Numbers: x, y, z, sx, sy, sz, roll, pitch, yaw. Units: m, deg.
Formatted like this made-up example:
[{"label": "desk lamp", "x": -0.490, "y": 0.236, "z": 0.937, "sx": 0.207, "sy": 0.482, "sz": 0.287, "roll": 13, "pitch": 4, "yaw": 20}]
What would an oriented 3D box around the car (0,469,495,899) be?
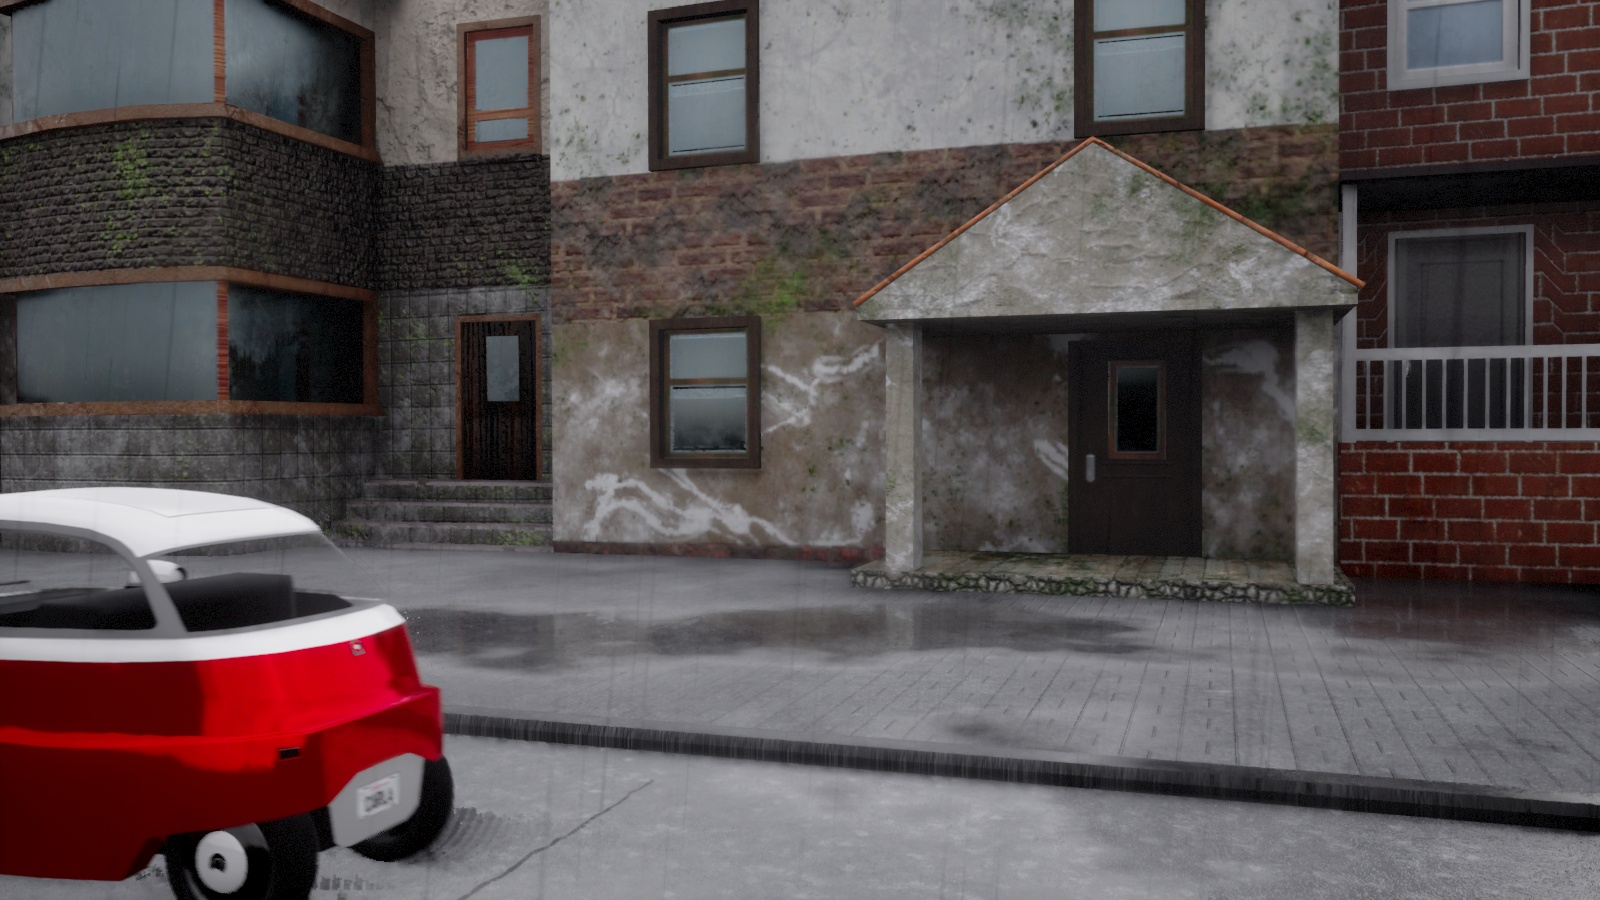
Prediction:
[{"label": "car", "x": -2.478, "y": 0.799, "z": 4.554, "sx": 2.207, "sy": 1.376, "sz": 1.481, "roll": 1, "pitch": 1, "yaw": 19}]
